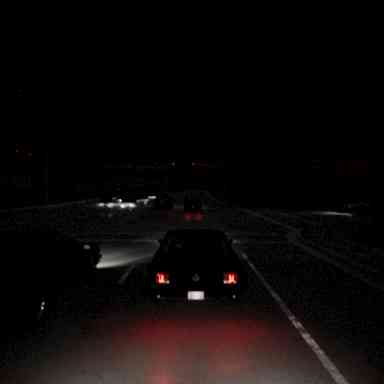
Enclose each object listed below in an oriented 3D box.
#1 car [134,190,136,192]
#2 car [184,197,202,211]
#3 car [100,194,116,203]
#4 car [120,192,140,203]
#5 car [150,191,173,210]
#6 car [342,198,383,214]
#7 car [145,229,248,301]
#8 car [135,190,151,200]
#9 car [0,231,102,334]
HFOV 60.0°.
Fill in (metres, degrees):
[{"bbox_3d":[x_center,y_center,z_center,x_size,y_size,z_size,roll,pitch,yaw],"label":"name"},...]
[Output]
[{"bbox_3d":[-13.989,0.844,71.021,2.128,1.511,4.902,0,1,0],"label":"car"},{"bbox_3d":[0.104,1.289,36.646,2.128,1.511,4.902,0,0,0],"label":"car"},{"bbox_3d":[-14.060,1.097,55.888,1.837,1.490,4.892,0,1,0],"label":"car"},{"bbox_3d":[-10.562,1.188,55.890,1.895,1.301,4.718,0,1,0],"label":"car"},{"bbox_3d":[-3.393,1.129,39.995,2.097,1.767,4.553,0,0,0],"label":"car"},{"bbox_3d":[17.296,1.366,32.857,4.674,1.442,1.812,0,0,-2],"label":"car"},{"bbox_3d":[0.084,1.560,8.192,1.895,1.301,4.718,0,0,0],"label":"car"},{"bbox_3d":[-10.489,0.822,70.886,1.837,1.490,4.892,0,1,0],"label":"car"},{"bbox_3d":[-3.419,1.514,6.810,2.033,1.411,5.357,0,0,0],"label":"car"}]
